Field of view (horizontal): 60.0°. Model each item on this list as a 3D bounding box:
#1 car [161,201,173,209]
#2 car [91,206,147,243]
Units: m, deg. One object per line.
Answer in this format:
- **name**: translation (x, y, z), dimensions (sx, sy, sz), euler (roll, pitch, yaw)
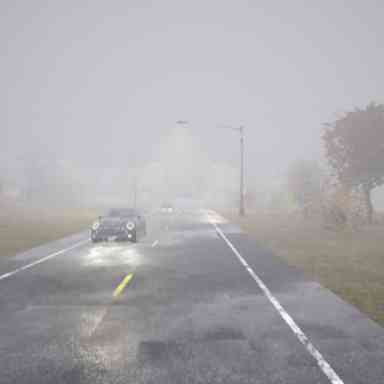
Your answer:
- **car**: translation (-4.455, 2.262, 59.067), dimensions (1.994, 1.385, 4.181), euler (0, -1, -6)
- **car**: translation (-3.596, 1.547, 17.048), dimensions (2.097, 1.767, 4.553), euler (0, -1, 0)
